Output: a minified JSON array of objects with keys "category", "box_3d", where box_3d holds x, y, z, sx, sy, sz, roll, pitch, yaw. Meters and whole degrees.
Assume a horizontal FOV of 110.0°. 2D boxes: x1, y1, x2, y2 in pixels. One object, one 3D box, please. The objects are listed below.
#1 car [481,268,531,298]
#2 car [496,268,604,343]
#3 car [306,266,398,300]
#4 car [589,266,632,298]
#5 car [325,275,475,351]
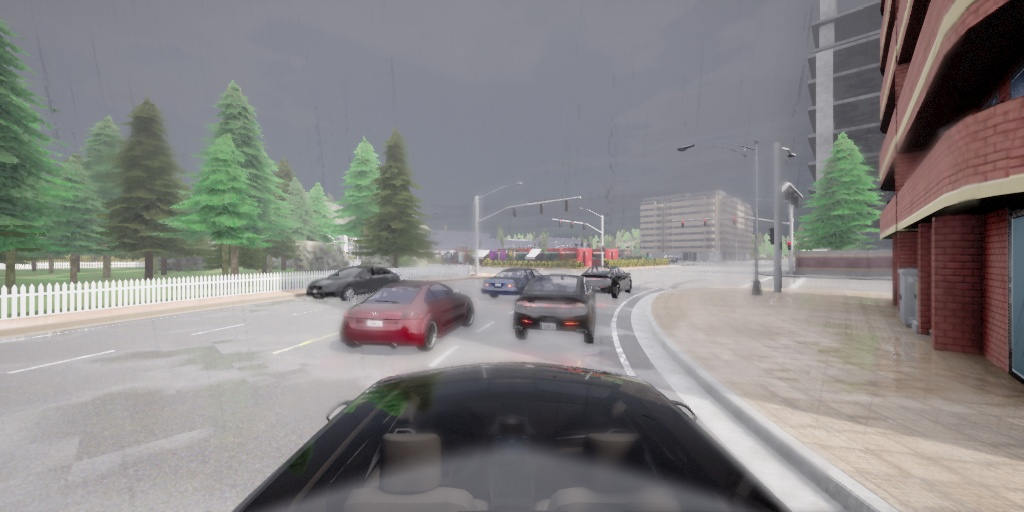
[{"category":"car","box_3d":[0.463,1.297,17.823,2.033,1.411,5.357,0,0,25]},{"category":"car","box_3d":[1.344,1.242,9.777,2.128,1.511,4.902,0,0,14]},{"category":"car","box_3d":[-7.470,1.256,17.386,1.837,1.490,4.892,0,0,20]},{"category":"car","box_3d":[4.836,1.236,18.338,2.128,1.511,4.902,1,1,29]},{"category":"car","box_3d":[-2.365,1.314,9.105,1.994,1.385,4.181,0,0,10]}]
